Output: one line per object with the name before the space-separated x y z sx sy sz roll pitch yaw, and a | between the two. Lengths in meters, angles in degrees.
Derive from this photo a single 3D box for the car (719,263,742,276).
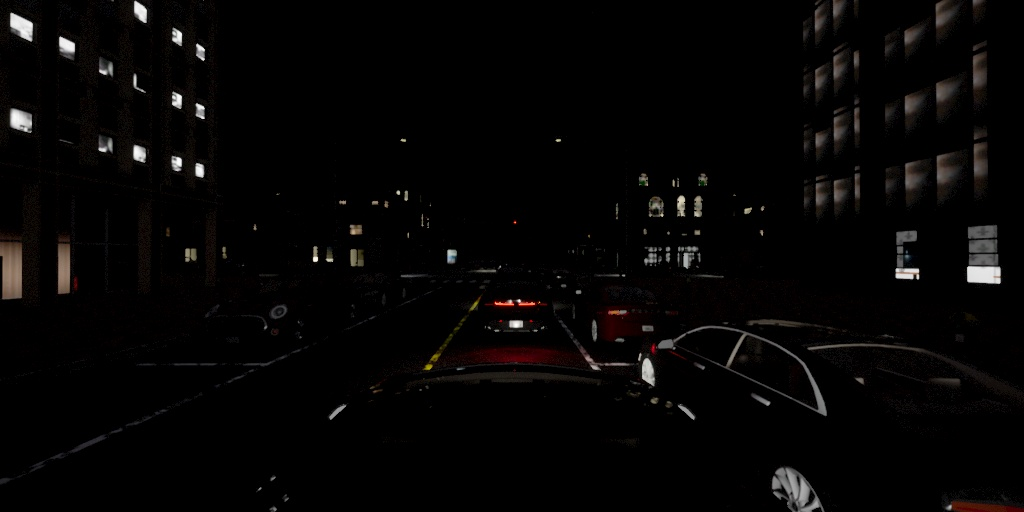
car | 24.574 1.412 38.153 4.674 1.442 1.812 0 0 1

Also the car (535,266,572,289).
car | 2.664 1.302 20.692 2.007 1.370 4.403 0 0 0

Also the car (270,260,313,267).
car | -25.510 1.196 41.438 4.829 1.417 1.751 0 0 1

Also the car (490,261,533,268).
car | 0.069 1.229 20.512 1.882 1.535 5.008 0 0 2

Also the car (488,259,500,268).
car | -3.152 1.261 63.170 1.837 1.490 4.892 0 0 0

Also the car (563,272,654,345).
car | 2.680 1.296 9.308 1.888 1.381 4.507 0 0 0

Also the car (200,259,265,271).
car | -25.459 1.175 33.056 4.403 1.370 2.007 0 0 1

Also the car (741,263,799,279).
car | 23.599 1.432 32.335 4.207 1.307 1.802 0 0 1

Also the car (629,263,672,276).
car | 14.759 1.402 38.286 4.181 1.385 1.994 0 0 1

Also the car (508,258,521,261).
car | 0.024 1.260 57.969 1.837 1.490 4.892 0 0 0

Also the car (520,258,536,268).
car | 2.618 1.320 53.083 1.948 1.339 4.313 0 0 0

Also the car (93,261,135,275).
car | -36.533 1.129 33.210 4.403 1.370 2.007 0 0 1

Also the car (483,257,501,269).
car | -3.157 1.232 53.760 1.882 1.535 5.008 0 0 1

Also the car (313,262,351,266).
car | -16.617 1.278 35.525 4.718 1.301 1.895 0 0 1

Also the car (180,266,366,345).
car | -5.700 1.190 9.313 1.967 1.591 4.097 0 0 0

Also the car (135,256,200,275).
car | -30.996 0.916 33.133 5.009 1.841 2.192 0 0 1

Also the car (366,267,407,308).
car | -5.709 1.301 15.006 2.007 1.370 4.403 0 0 0

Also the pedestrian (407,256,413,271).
pedestrian | -12.612 0.883 44.208 0.375 1.860 0.375 0 -1 1

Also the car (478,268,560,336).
car | 0.089 1.255 10.323 1.837 1.490 4.892 0 0 0

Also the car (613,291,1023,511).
car | 2.688 1.301 3.617 2.007 1.370 4.403 0 0 0

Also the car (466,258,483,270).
car | -5.763 1.336 53.084 1.802 1.307 4.207 0 0 0
